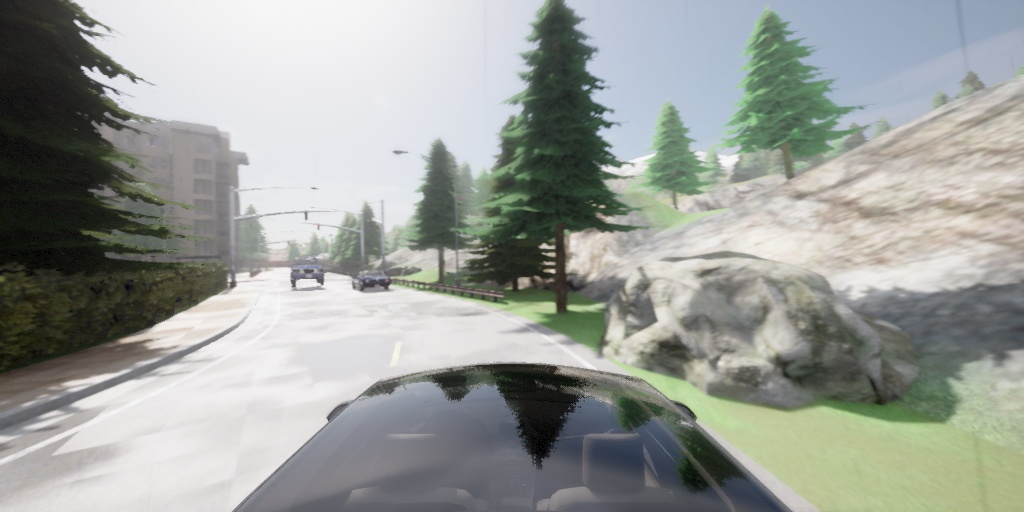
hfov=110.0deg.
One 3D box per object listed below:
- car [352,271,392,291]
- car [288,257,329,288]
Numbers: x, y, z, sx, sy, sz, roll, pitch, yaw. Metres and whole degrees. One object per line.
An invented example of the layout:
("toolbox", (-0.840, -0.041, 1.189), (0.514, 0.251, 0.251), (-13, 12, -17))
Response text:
("car", (-9.967, 1.684, 25.212), (1.895, 1.301, 4.718), (-1, 0, -33))
("car", (-15.941, 1.111, 27.841), (2.150, 2.045, 5.566), (-1, 0, -33))
